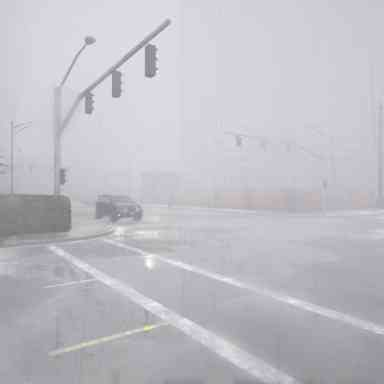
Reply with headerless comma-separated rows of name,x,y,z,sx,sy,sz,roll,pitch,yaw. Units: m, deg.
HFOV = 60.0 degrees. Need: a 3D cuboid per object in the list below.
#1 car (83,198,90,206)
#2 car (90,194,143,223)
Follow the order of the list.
car,-15.991,1.564,53.304,1.994,1.385,4.181,0,0,-35
car,-5.938,1.221,26.472,2.150,2.045,5.566,0,0,-35
